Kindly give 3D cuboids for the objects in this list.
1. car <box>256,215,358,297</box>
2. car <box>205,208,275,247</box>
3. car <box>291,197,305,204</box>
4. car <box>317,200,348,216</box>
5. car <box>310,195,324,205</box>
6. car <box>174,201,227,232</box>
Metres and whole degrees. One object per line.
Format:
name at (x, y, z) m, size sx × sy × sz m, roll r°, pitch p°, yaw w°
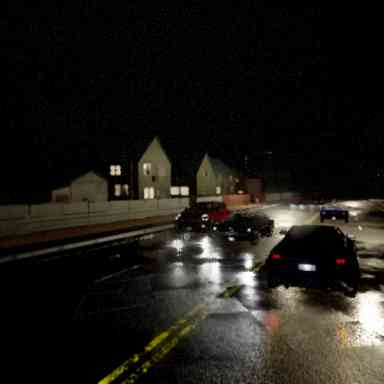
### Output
car at (3.250, 1.547, 8.796) m, size 1.994 × 1.385 × 4.181 m, roll 0°, pitch 0°, yaw 25°
car at (2.485, 1.578, 15.381) m, size 1.895 × 1.301 × 4.718 m, roll 0°, pitch 0°, yaw 25°
car at (18.393, 1.446, 57.534) m, size 1.895 × 1.301 × 4.718 m, roll 0°, pitch 0°, yaw 25°
car at (10.832, 1.541, 25.255) m, size 1.895 × 1.301 × 4.718 m, roll 0°, pitch 0°, yaw 25°
car at (20.395, 1.351, 54.141) m, size 1.837 × 1.490 × 4.892 m, roll 0°, pitch 0°, yaw 25°
car at (0.759, 1.328, 19.402) m, size 2.097 × 1.767 × 4.553 m, roll 0°, pitch 0°, yaw 25°
